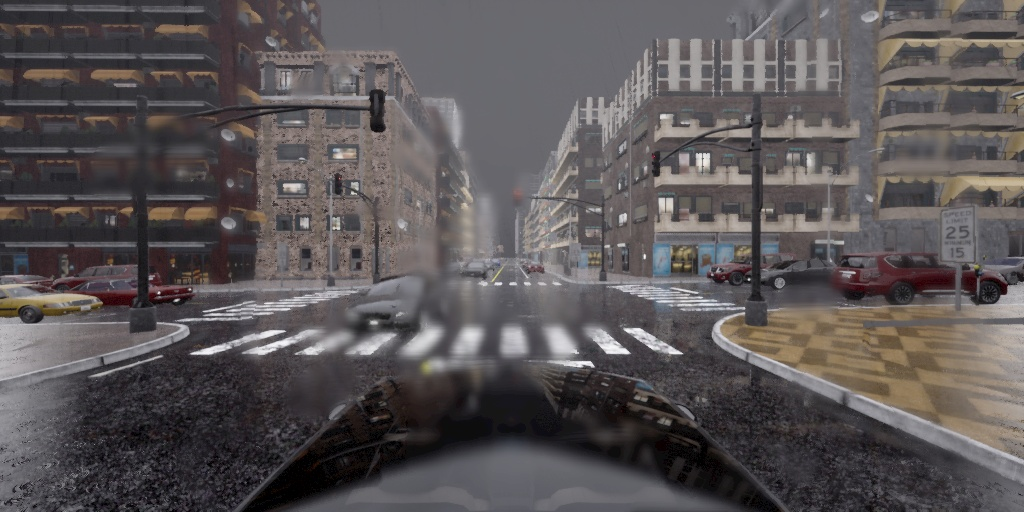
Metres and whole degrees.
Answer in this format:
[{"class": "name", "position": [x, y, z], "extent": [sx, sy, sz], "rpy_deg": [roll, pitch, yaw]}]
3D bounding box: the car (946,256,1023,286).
[{"class": "car", "position": [26.982, 0.764, 19.088], "extent": [5.357, 1.411, 2.033], "rpy_deg": [-1, 0, -1]}]

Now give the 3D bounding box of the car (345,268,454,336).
[{"class": "car", "position": [-3.146, 1.294, 10.631], "extent": [1.837, 1.490, 4.892], "rpy_deg": [-1, 0, 0]}]

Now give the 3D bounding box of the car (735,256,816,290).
[{"class": "car", "position": [14.934, 0.947, 18.956], "extent": [4.892, 1.490, 1.837], "rpy_deg": [-1, 0, -1]}]

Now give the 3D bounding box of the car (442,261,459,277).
[{"class": "car", "position": [-5.762, 1.322, 35.163], "extent": [1.948, 1.339, 4.313], "rpy_deg": [0, 0, 0]}]

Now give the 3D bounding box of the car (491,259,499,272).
[{"class": "car", "position": [-3.195, 1.254, 47.182], "extent": [2.128, 1.511, 4.902], "rpy_deg": [0, 0, 0]}]

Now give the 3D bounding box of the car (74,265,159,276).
[{"class": "car", "position": [-23.640, 1.462, 21.095], "extent": [5.009, 1.841, 2.192], "rpy_deg": [0, 0, -1]}]

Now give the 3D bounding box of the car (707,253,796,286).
[{"class": "car", "position": [14.533, 0.759, 21.543], "extent": [5.009, 1.841, 2.192], "rpy_deg": [0, 0, -1]}]

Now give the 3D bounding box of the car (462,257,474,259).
[{"class": "car", "position": [-5.786, 1.075, 46.528], "extent": [2.192, 1.841, 5.009], "rpy_deg": [0, 0, 0]}]

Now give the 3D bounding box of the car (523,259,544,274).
[{"class": "car", "position": [2.606, 1.198, 40.866], "extent": [1.967, 1.591, 4.097], "rpy_deg": [0, 0, 0]}]

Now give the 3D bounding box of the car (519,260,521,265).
[{"class": "car", "position": [2.570, 1.348, 57.913], "extent": [1.802, 1.307, 4.207], "rpy_deg": [0, 0, 0]}]

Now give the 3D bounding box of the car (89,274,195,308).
[{"class": "car", "position": [-16.630, 1.633, 15.408], "extent": [4.718, 1.301, 1.895], "rpy_deg": [-1, 0, 0]}]

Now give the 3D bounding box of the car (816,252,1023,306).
[{"class": "car", "position": [14.686, 0.775, 13.164], "extent": [5.009, 1.841, 2.192], "rpy_deg": [0, 0, -1]}]

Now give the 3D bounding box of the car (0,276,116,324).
[{"class": "car", "position": [-17.654, 1.585, 12.812], "extent": [4.829, 1.417, 1.751], "rpy_deg": [0, 0, -1]}]

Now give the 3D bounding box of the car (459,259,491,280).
[{"class": "car", "position": [-3.125, 1.233, 31.083], "extent": [1.882, 1.535, 5.008], "rpy_deg": [0, 0, -1]}]

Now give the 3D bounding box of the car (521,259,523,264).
[{"class": "car", "position": [2.594, 1.200, 46.548], "extent": [1.967, 1.591, 4.097], "rpy_deg": [0, 0, 0]}]
